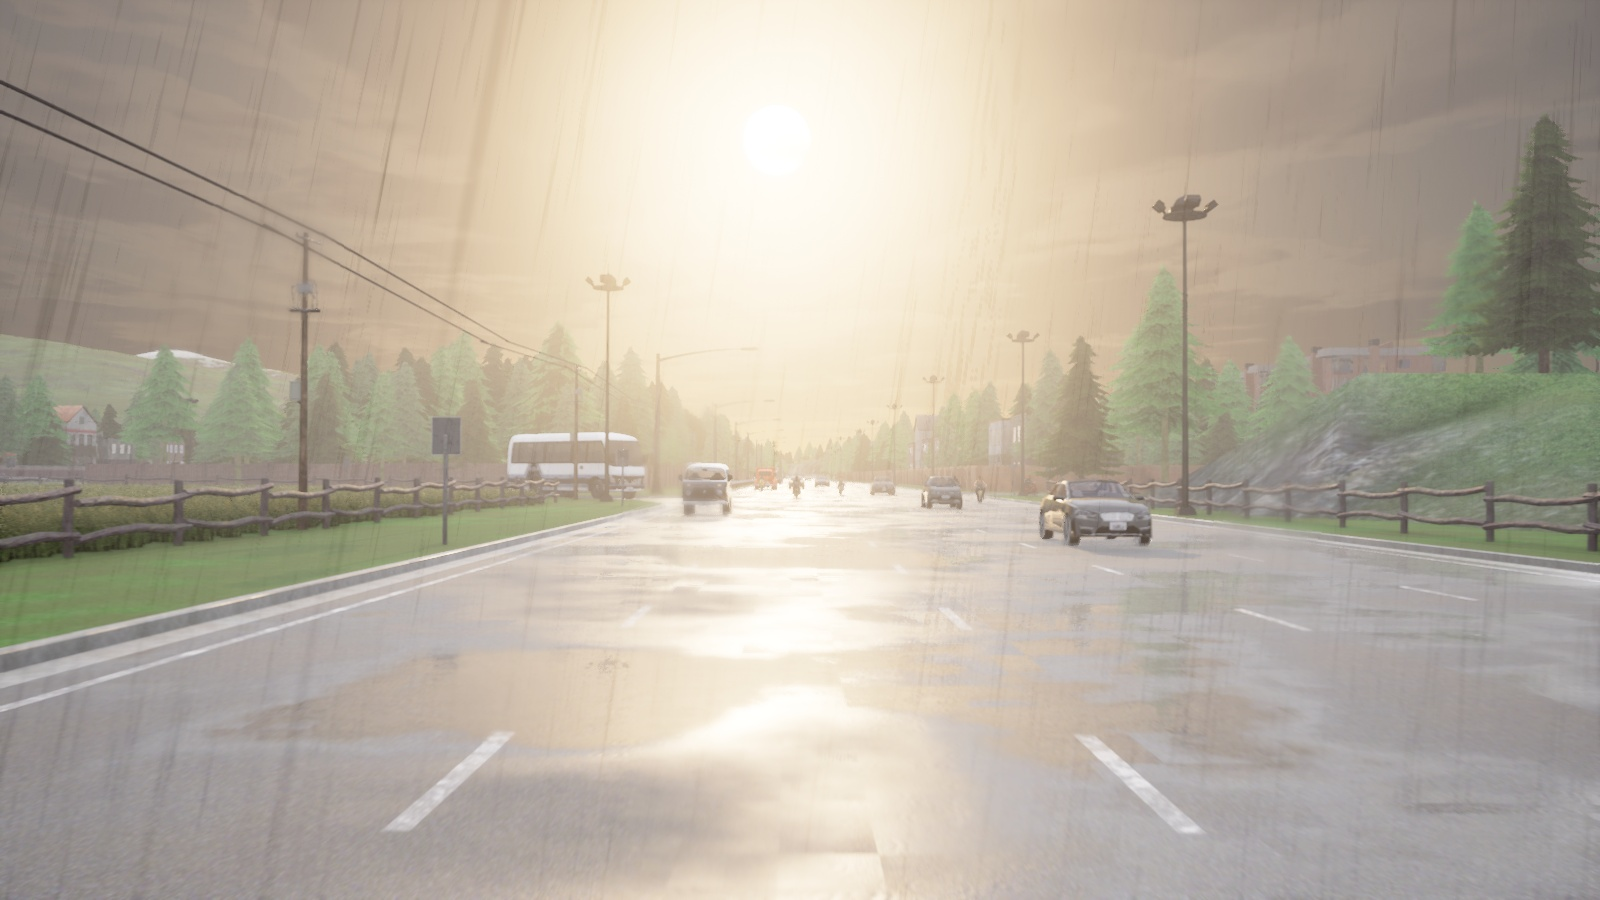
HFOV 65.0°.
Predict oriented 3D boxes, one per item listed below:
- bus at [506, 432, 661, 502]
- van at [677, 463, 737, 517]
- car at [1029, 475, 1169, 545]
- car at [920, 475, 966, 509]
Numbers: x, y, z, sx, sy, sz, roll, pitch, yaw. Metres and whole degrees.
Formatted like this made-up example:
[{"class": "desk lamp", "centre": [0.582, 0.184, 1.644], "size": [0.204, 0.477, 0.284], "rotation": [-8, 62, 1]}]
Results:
[{"class": "bus", "centre": [-14.101, 1.147, 81.123], "size": [10.273, 4.253, 3.944], "rotation": [-1, -1, 37]}, {"class": "van", "centre": [-3.623, 1.566, 49.639], "size": [2.069, 2.038, 4.480], "rotation": [0, -1, 0]}, {"class": "car", "centre": [6.926, 1.351, 29.687], "size": [2.128, 1.511, 4.902], "rotation": [0, -1, 0]}, {"class": "car", "centre": [6.851, 1.997, 60.406], "size": [1.789, 1.549, 3.705], "rotation": [0, -1, 0]}]
